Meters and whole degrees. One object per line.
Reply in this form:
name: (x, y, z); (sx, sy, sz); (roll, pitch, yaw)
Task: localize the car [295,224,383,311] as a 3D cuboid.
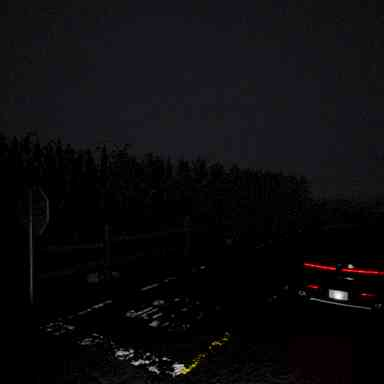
car: (3.804, 1.498, 7.676); (1.837, 1.490, 4.892); (0, 0, 33)
